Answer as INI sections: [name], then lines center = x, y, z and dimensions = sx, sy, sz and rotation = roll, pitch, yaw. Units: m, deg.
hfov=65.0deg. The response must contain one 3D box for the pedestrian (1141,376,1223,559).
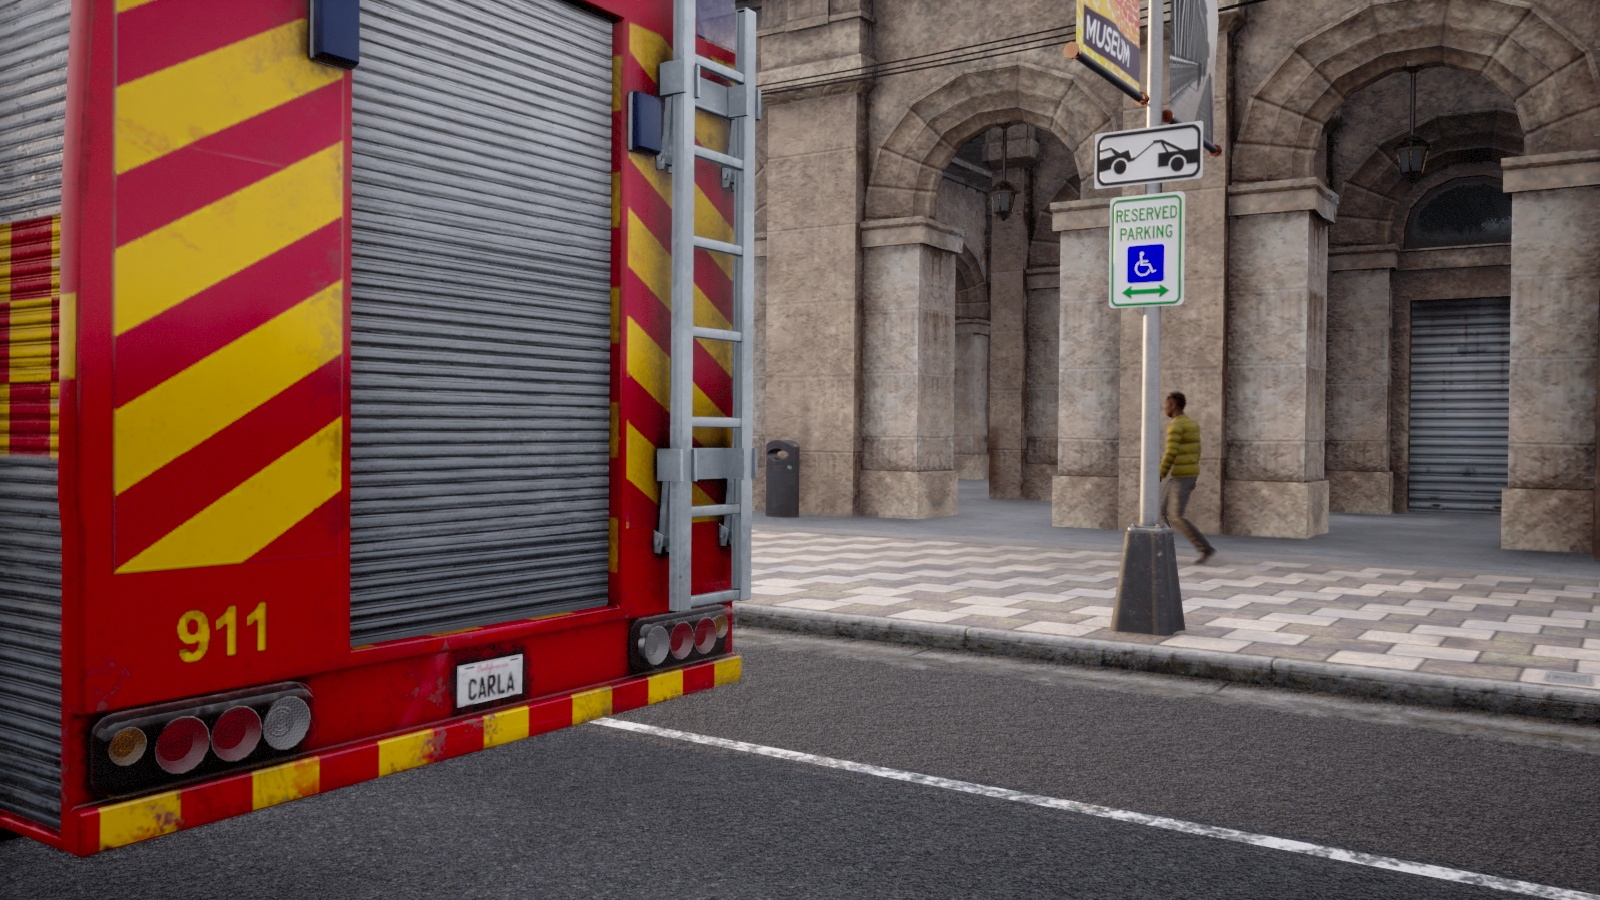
[pedestrian]
center = 3.960, 0.174, 13.015
dimensions = 0.709, 1.840, 0.431
rotation = 0, 1, 33

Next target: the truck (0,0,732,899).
[truck]
center = -4.646, -0.483, 6.693
dimensions = 8.468, 3.827, 2.891
rotation = 0, 1, 34
